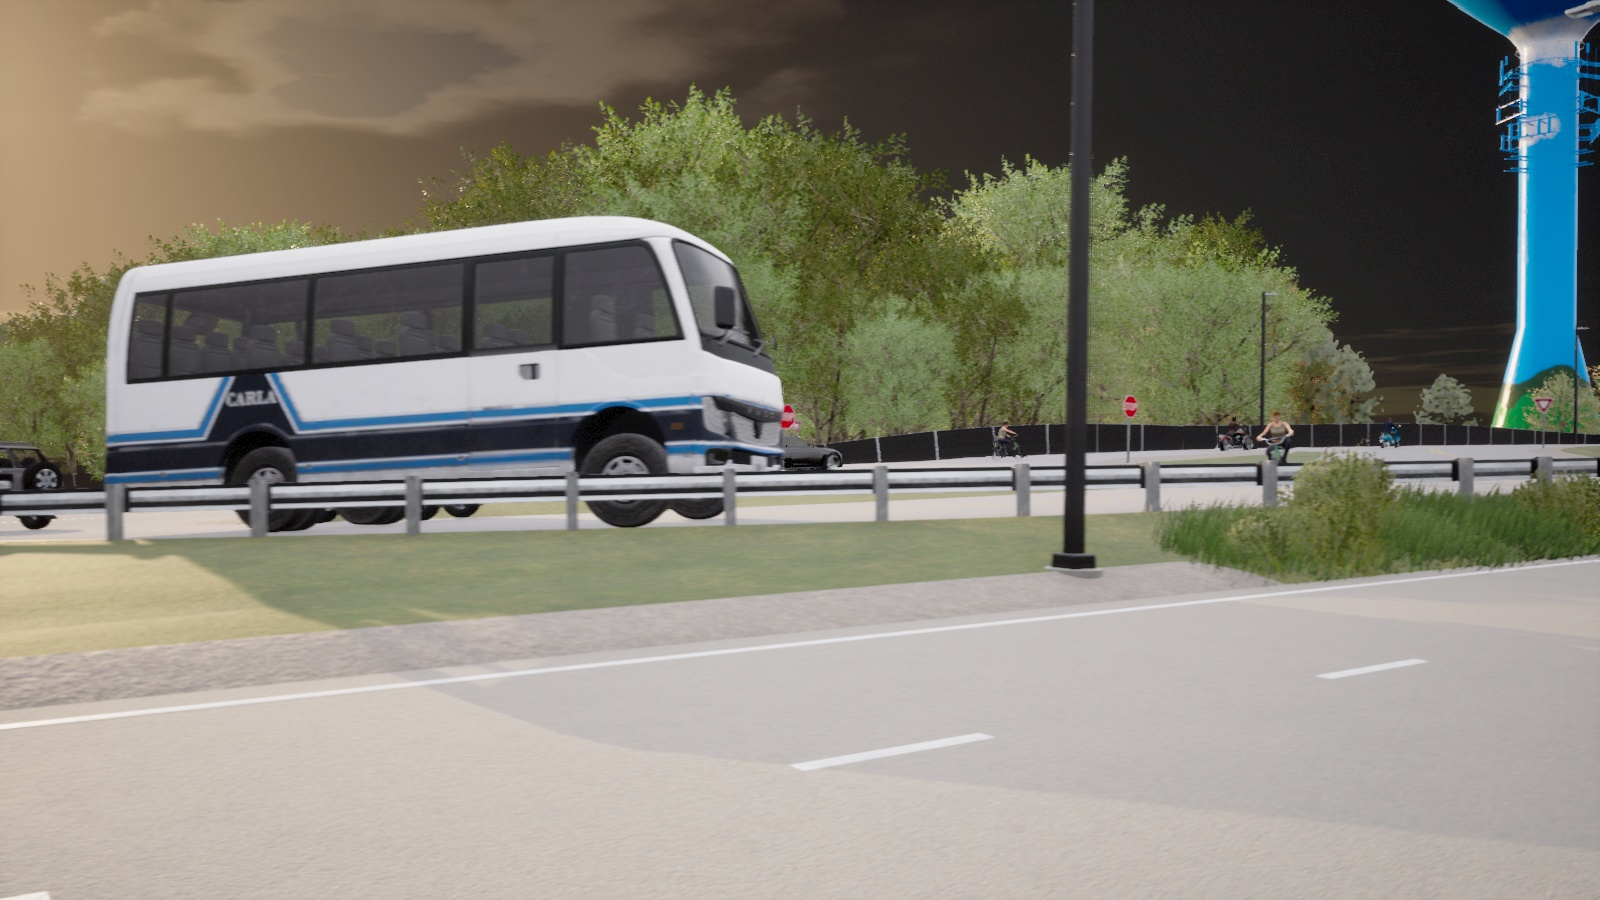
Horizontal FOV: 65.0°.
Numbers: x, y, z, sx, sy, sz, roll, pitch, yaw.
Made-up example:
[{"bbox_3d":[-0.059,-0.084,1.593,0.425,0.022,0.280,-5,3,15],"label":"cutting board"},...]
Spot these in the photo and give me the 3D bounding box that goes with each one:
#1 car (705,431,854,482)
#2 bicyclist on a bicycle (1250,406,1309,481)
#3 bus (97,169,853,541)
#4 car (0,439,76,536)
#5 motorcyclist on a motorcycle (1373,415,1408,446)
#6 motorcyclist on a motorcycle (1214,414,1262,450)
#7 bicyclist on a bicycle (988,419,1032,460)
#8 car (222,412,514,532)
[{"bbox_3d":[-0.680,0.185,43.651,4.792,1.488,2.163,-4,2,-37],"label":"car"},{"bbox_3d":[10.983,-0.152,28.739,0.866,1.612,1.509,-5,-1,31],"label":"bicyclist on a bicycle"},{"bbox_3d":[-4.763,-0.991,18.760,10.273,4.253,3.944,-3,-3,16],"label":"bus"},{"bbox_3d":[-17.347,0.831,25.581,4.605,1.855,1.932,-3,-2,19],"label":"car"},{"bbox_3d":[30.491,-1.000,64.830,1.817,1.590,0.866,-1,0,-35],"label":"motorcyclist on a motorcycle"},{"bbox_3d":[20.519,-0.834,58.862,2.350,1.649,0.766,-1,1,-31],"label":"motorcyclist on a motorcycle"},{"bbox_3d":[8.637,-0.416,51.756,1.509,1.612,0.866,-2,-2,-13],"label":"bicyclist on a bicycle"},{"bbox_3d":[-7.818,0.423,22.883,4.605,1.855,1.932,-3,-2,10],"label":"car"}]
